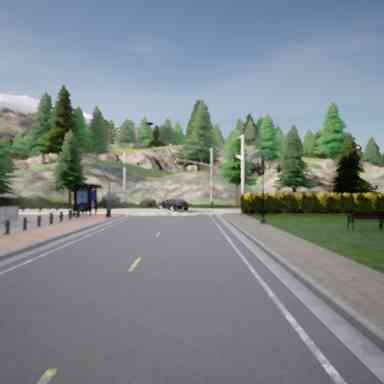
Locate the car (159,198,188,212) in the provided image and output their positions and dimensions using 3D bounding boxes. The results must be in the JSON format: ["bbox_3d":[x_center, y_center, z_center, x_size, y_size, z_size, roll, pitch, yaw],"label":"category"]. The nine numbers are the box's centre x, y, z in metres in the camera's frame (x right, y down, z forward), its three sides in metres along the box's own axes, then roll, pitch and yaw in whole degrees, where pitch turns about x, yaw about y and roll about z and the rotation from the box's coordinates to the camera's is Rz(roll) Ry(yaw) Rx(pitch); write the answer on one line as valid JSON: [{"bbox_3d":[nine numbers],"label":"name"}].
[{"bbox_3d":[-2.179,1.473,38.852,1.837,1.490,4.892,1,0,-30],"label":"car"}]
